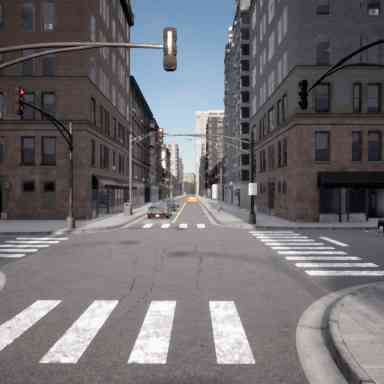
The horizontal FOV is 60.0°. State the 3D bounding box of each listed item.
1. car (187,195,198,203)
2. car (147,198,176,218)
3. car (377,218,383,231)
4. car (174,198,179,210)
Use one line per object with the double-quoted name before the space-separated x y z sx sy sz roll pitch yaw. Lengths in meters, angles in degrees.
"car" 0.107 1.423 70.090 2.097 1.767 4.553 0 0 0
"car" -2.843 1.556 30.016 2.033 1.411 5.357 0 0 0
"car" 12.372 1.563 17.918 4.313 1.339 1.947 0 0 0
"car" -2.837 1.523 39.735 1.837 1.490 4.892 0 0 0
